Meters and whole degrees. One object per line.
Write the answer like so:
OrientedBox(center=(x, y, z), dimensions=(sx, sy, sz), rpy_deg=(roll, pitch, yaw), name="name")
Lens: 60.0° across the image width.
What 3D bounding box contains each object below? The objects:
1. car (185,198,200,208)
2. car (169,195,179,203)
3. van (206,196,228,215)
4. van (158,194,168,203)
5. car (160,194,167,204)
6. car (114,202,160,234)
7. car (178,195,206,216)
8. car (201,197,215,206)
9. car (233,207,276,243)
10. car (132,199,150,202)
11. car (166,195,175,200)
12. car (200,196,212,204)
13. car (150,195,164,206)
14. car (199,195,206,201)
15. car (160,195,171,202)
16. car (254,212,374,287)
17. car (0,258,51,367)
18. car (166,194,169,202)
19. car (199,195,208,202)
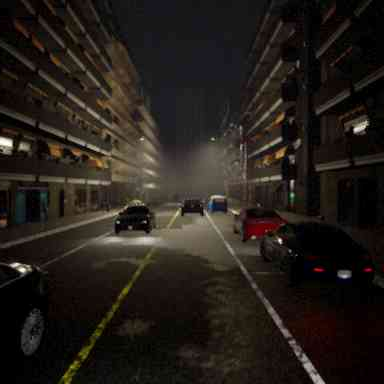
OrientedBox(center=(0.034, 1.524, 46.968), dimensions=(1.994, 1.385, 4.181), rpy_deg=(0, 0, 0), name="car")
OrientedBox(center=(-3.048, 1.309, 65.046), dimensions=(2.097, 1.767, 4.553), rpy_deg=(0, 0, 0), name="car")
OrientedBox(center=(2.656, 1.310, 33.824), dimensions=(1.690, 1.788, 3.998), rpy_deg=(-1, 0, 0), name="van")
OrientedBox(center=(-5.750, 1.290, 66.971), dimensions=(1.690, 1.788, 3.998), rpy_deg=(-1, 0, 0), name="van")
OrientedBox(center=(-5.739, 1.500, 55.924), dimensions=(1.887, 1.381, 4.507), rpy_deg=(0, 0, 0), name="car")
OrientedBox(center=(-3.115, 1.507, 19.082), dimensions=(1.812, 1.442, 4.674), rpy_deg=(0, 0, 0), name="car")
OrientedBox(center=(0.037, 1.322, 31.997), dimensions=(2.097, 1.767, 4.553), rpy_deg=(0, 0, 0), name="car")
OrientedBox(center=(2.641, 1.506, 55.917), dimensions=(2.008, 1.369, 4.403), rpy_deg=(-1, 0, 0), name="car")
OrientedBox(center=(3.128, 1.461, 16.156), dimensions=(1.882, 1.535, 5.008), rpy_deg=(0, 0, 0), name="car")
OrientedBox(center=(-5.724, 1.495, 33.660), dimensions=(1.752, 1.417, 4.829), rpy_deg=(0, 0, 0), name="car")
OrientedBox(center=(-5.765, 1.507, 89.065), dimensions=(1.947, 1.339, 4.313), rpy_deg=(-1, 0, 0), name="car")
OrientedBox(center=(2.637, 1.503, 61.440), dimensions=(2.008, 1.369, 4.403), rpy_deg=(-1, 0, 0), name="car")
OrientedBox(center=(-5.735, 1.524, 50.400), dimensions=(1.947, 1.339, 4.313), rpy_deg=(0, 0, 0), name="car")
OrientedBox(center=(2.620, 1.468, 83.705), dimensions=(1.752, 1.417, 4.829), rpy_deg=(-1, 0, 0), name="car")
OrientedBox(center=(-5.753, 1.387, 72.494), dimensions=(1.967, 1.590, 4.097), rpy_deg=(-1, 0, 0), name="car")
OrientedBox(center=(3.142, 1.516, 9.157), dimensions=(1.812, 1.442, 4.674), rpy_deg=(0, 0, 0), name="car")
OrientedBox(center=(-3.073, 1.489, 3.147), dimensions=(2.128, 1.511, 4.902), rpy_deg=(0, 0, 0), name="car")
OrientedBox(center=(-5.744, 1.497, 61.448), dimensions=(1.887, 1.381, 4.507), rpy_deg=(0, 0, 0), name="car")
OrientedBox(center=(2.625, 1.495, 78.011), dimensions=(2.008, 1.369, 4.403), rpy_deg=(-1, 0, 0), name="car")
